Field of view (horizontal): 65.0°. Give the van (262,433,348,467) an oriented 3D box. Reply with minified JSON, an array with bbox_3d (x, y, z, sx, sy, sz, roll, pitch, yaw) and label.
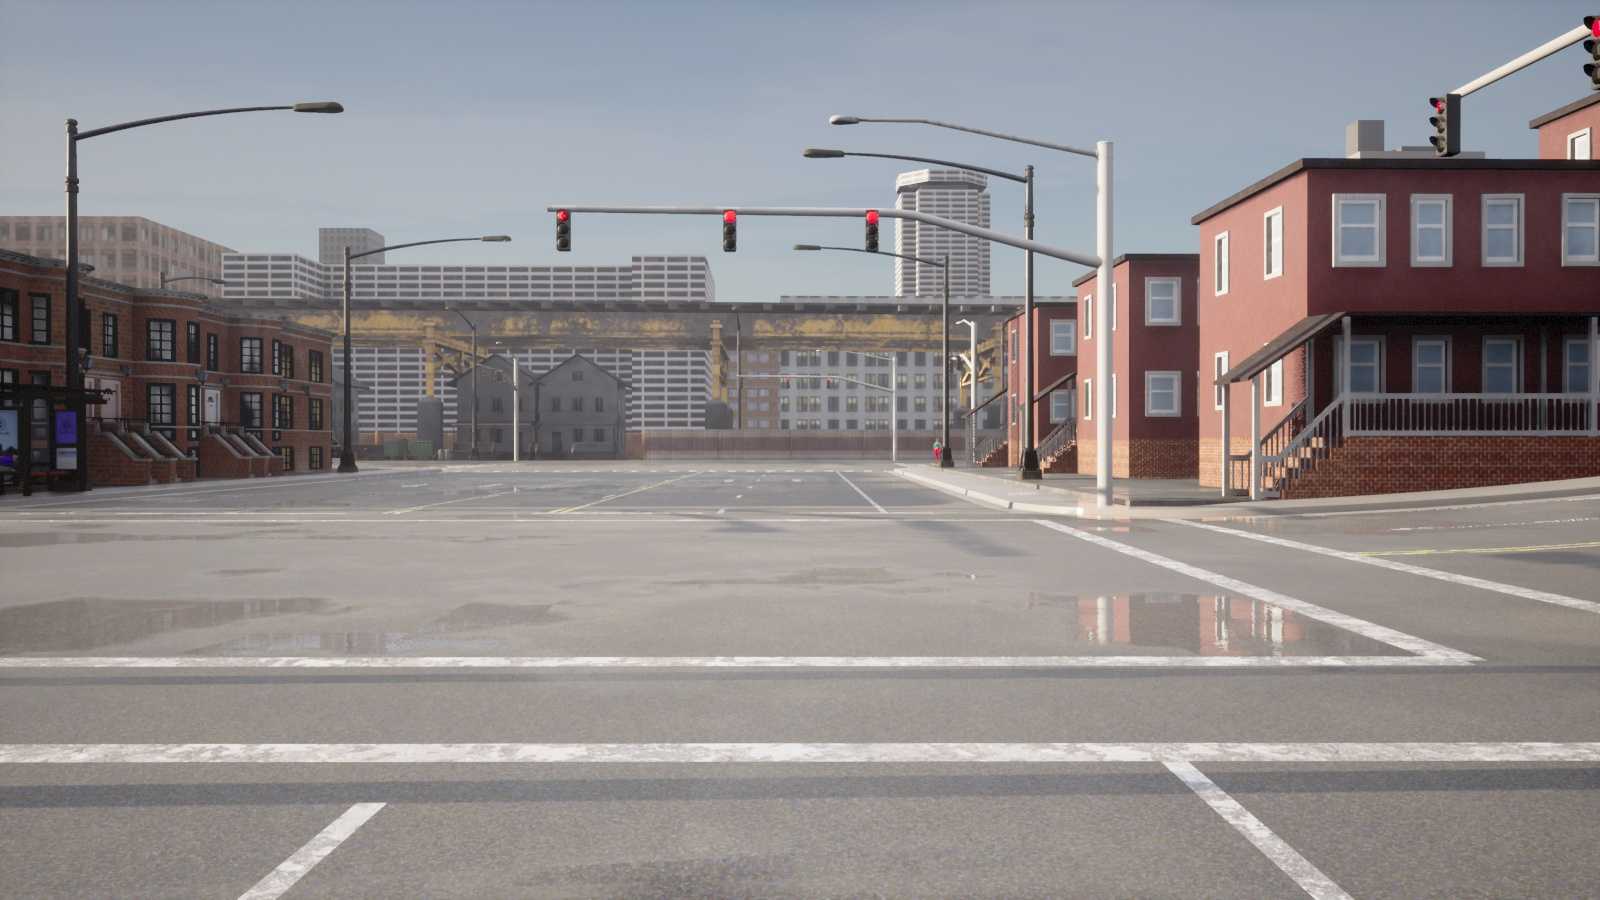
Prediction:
[{"bbox_3d":[-30.447,0.005,77.302,4.480,2.038,2.069,1,0,1],"label":"van"}]
